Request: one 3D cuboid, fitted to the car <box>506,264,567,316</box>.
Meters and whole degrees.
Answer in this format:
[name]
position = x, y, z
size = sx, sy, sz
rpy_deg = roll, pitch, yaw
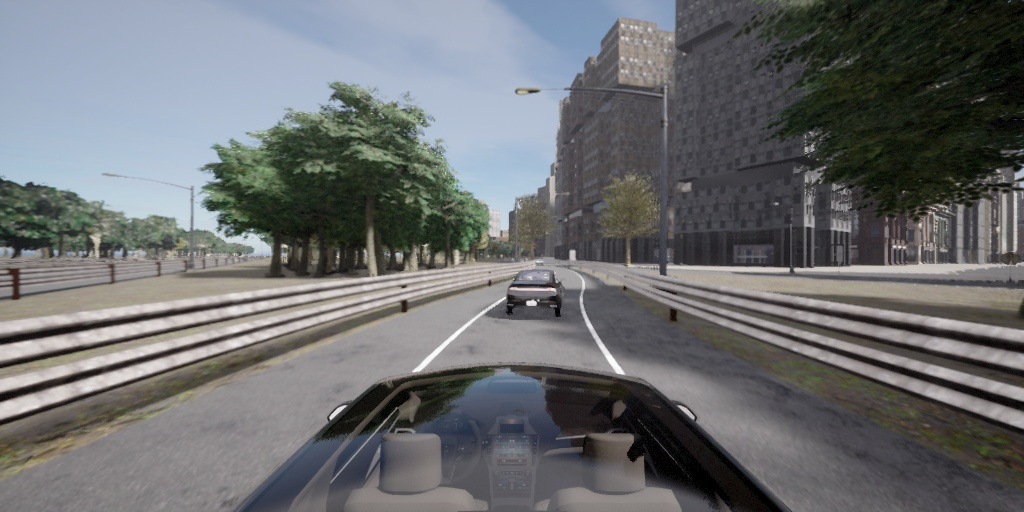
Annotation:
[car]
position = 0.971, 1.247, 13.452
size = 2.128, 1.511, 4.902
rpy_deg = 0, 0, 9
